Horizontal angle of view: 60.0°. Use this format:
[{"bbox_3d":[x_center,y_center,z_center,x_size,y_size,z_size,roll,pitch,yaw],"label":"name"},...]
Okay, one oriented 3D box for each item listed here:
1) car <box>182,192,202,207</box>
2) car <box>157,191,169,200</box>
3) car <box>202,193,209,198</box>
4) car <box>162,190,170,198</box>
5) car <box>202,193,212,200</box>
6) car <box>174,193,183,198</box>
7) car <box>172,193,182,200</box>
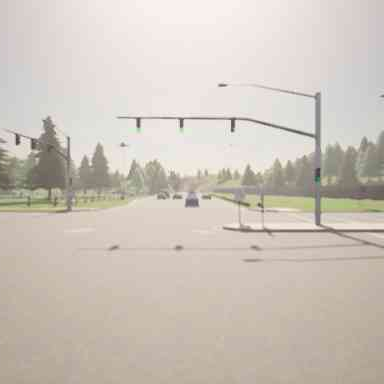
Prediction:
[{"bbox_3d":[-0.001,1.201,45.973,1.882,1.535,5.008,0,0,0],"label":"car"},{"bbox_3d":[-7.002,1.029,76.581,1.837,1.490,4.892,0,0,0],"label":"car"},{"bbox_3d":[3.497,0.910,87.000,1.812,1.442,4.674,0,0,0],"label":"car"},{"bbox_3d":[-7.003,0.611,87.028,2.150,2.045,5.566,0,0,0],"label":"car"},{"bbox_3d":[3.498,1.053,76.581,2.128,1.511,4.902,0,0,0],"label":"car"},{"bbox_3d":[-3.503,0.938,87.000,1.994,1.385,4.181,0,0,0],"label":"car"},{"bbox_3d":[-3.502,1.029,76.581,1.837,1.490,4.892,0,0,0],"label":"car"}]
